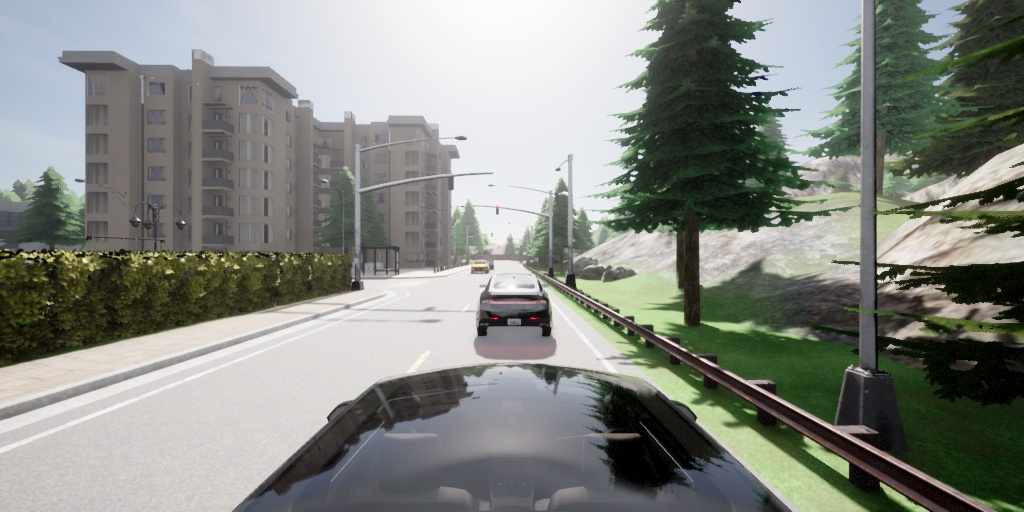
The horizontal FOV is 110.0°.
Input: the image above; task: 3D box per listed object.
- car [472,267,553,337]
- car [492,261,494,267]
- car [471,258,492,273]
[{"bbox_3d":[0.058,1.241,10.331,2.128,1.511,4.902,0,0,0],"label":"car"},{"bbox_3d":[-3.707,1.100,51.932,2.097,1.767,4.553,0,0,0],"label":"car"},{"bbox_3d":[-3.693,1.226,42.321,1.882,1.535,5.008,0,0,0],"label":"car"}]
